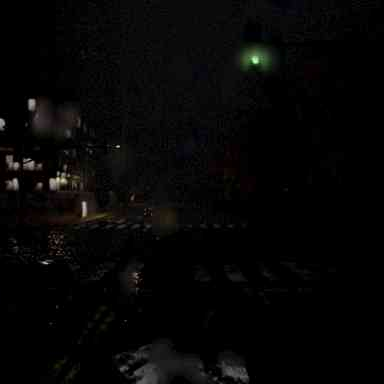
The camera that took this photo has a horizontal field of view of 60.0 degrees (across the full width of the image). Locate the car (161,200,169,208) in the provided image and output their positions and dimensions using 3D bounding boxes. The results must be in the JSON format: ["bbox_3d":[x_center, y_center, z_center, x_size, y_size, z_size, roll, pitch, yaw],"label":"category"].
[{"bbox_3d":[-5.912,2.478,68.893,2.128,1.511,4.902,0,-1,-4],"label":"car"}]

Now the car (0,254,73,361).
[{"bbox_3d":[-3.257,1.608,4.321,2.033,1.411,5.357,0,-1,0],"label":"car"}]

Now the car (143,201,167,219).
[{"bbox_3d":[-3.978,2.040,35.092,1.837,1.490,4.892,0,1,-2],"label":"car"}]
